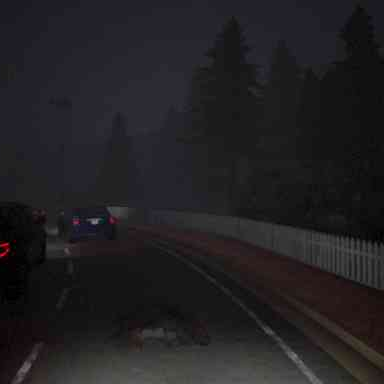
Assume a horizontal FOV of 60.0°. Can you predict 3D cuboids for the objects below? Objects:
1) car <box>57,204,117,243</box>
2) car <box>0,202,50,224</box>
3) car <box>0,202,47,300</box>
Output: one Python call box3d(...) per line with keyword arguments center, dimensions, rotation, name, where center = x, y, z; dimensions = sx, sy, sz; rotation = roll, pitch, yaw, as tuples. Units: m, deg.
box3d(center=(-5.336, 1.371, 16.531), dimensions=(2.097, 1.767, 4.553), rotation=(0, 0, -30), name="car")
box3d(center=(-13.333, 1.614, 26.388), dimensions=(2.033, 1.411, 5.357), rotation=(-1, 0, -44), name="car")
box3d(center=(-5.051, 1.249, 8.238), dimensions=(2.150, 2.045, 5.566), rotation=(0, 0, -17), name="car")
